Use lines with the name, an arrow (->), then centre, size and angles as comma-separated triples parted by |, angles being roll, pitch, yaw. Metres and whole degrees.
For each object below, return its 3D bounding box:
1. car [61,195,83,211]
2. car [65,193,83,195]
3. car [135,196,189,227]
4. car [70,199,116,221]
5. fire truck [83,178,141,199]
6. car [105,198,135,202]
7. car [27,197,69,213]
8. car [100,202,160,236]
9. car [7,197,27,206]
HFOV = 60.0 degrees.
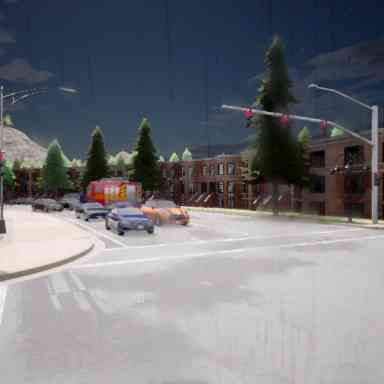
car -> -14.851, 1.491, 40.574 | 4.902, 1.511, 2.128 | 0, 0, 40
car -> -18.855, 1.221, 51.988 | 5.566, 2.045, 2.150 | 0, 0, 29
car -> -1.998, 1.352, 23.135 | 2.097, 1.767, 4.553 | 0, 0, -29
car -> -8.241, 1.547, 27.298 | 2.033, 1.411, 5.357 | 0, 0, -30
fire truck -> -9.691, 0.342, 40.443 | 2.891, 3.827, 8.468 | 0, 0, -43
car -> -6.362, 1.564, 30.595 | 1.994, 1.385, 4.181 | 0, 0, -33
car -> -16.162, 1.499, 37.125 | 4.892, 1.490, 1.837 | 2, 1, 41
car -> -3.661, 1.526, 18.917 | 1.812, 1.442, 4.674 | 0, 0, -27
car -> -28.415, 1.547, 56.159 | 5.357, 1.411, 2.033 | 0, 0, 15
